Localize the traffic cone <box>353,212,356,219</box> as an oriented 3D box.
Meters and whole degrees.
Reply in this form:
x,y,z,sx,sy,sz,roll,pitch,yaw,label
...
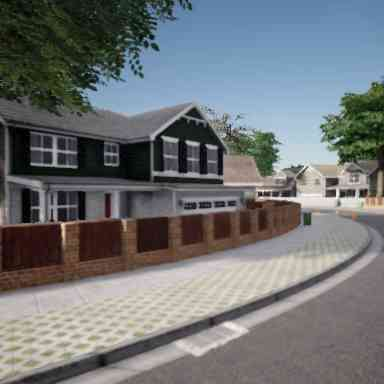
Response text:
x,y,z,sx,sy,sz,roll,pitch,yaw,label
13.950,2.056,28.568,0.340,0.580,0.340,-1,0,10,traffic cone
